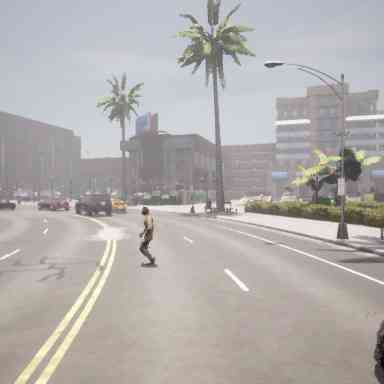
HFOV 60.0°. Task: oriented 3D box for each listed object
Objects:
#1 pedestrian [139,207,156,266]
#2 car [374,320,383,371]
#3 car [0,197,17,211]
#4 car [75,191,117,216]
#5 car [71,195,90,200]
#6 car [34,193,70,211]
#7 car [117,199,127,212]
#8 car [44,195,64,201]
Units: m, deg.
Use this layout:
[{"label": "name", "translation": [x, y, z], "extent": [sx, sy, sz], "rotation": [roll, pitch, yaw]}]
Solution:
[{"label": "pedestrian", "translation": [-1.351, 1.294, 10.064], "extent": [0.375, 1.860, 0.375], "rotation": [0, 0, -9]}, {"label": "car", "translation": [3.266, 1.564, 2.336], "extent": [1.994, 1.385, 4.181], "rotation": [0, 0, -3]}, {"label": "car", "translation": [-23.787, 1.600, 41.109], "extent": [4.718, 1.301, 1.895], "rotation": [0, 0, 32]}, {"label": "car", "translation": [-9.661, 1.220, 32.500], "extent": [2.150, 2.045, 5.566], "rotation": [0, 0, -36]}, {"label": "car", "translation": [-30.280, 1.574, 90.273], "extent": [4.718, 1.301, 1.895], "rotation": [0, 0, 18]}, {"label": "car", "translation": [-16.819, 1.352, 40.297], "extent": [4.553, 1.767, 2.097], "rotation": [0, 0, 40]}, {"label": "car", "translation": [-9.210, 1.478, 37.454], "extent": [1.882, 1.535, 5.008], "rotation": [0, 0, -40]}, {"label": "car", "translation": [-33.346, 1.405, 80.228], "extent": [4.193, 1.474, 1.816], "rotation": [0, 0, 18]}]
